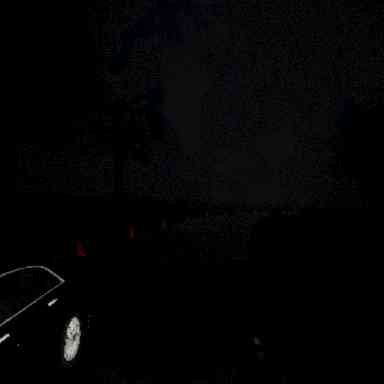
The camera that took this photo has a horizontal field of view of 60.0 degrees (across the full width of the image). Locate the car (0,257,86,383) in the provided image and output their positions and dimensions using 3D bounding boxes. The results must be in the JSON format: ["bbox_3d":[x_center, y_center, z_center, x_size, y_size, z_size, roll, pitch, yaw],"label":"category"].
[{"bbox_3d":[-2.526,1.506,2.990,1.837,1.490,4.892,0,0,3],"label":"car"}]

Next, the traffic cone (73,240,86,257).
[{"bbox_3d":[-3.985,1.989,11.840,0.340,0.580,0.340,0,0,9],"label":"traffic cone"}]

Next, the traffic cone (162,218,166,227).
[{"bbox_3d":[-1.855,2.031,21.940,0.340,0.580,0.340,0,0,15],"label":"traffic cone"}]

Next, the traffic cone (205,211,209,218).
[{"bbox_3d":[1.469,2.140,31.713,0.340,0.580,0.340,-1,-1,22],"label":"traffic cone"}]

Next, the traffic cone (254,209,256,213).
[{"bbox_3d":[8.582,2.507,45.448,0.340,0.580,0.340,-1,-2,33],"label":"traffic cone"}]

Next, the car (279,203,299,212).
[{"bbox_3d":[14.854,2.360,50.685,1.994,1.385,4.181,-1,-3,35],"label":"car"}]

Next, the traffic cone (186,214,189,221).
[{"bbox_3d":[-0.340,2.071,26.877,0.340,0.580,0.340,0,-1,19],"label":"traffic cone"}]
